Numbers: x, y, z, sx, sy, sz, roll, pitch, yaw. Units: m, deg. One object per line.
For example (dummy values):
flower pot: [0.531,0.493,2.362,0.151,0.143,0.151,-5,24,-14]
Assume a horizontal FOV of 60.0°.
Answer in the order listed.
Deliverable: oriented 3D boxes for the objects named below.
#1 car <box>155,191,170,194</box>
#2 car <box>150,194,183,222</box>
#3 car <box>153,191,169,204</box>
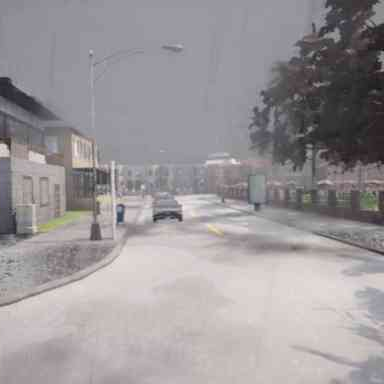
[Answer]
car: [-2.844,0.695,31.997,2.097,1.767,4.553,-1,1,-6]
car: [-1.716,1.090,21.963,2.033,1.411,5.357,-1,1,-6]
car: [-3.956,0.667,42.154,1.812,1.442,4.674,-1,1,-6]
